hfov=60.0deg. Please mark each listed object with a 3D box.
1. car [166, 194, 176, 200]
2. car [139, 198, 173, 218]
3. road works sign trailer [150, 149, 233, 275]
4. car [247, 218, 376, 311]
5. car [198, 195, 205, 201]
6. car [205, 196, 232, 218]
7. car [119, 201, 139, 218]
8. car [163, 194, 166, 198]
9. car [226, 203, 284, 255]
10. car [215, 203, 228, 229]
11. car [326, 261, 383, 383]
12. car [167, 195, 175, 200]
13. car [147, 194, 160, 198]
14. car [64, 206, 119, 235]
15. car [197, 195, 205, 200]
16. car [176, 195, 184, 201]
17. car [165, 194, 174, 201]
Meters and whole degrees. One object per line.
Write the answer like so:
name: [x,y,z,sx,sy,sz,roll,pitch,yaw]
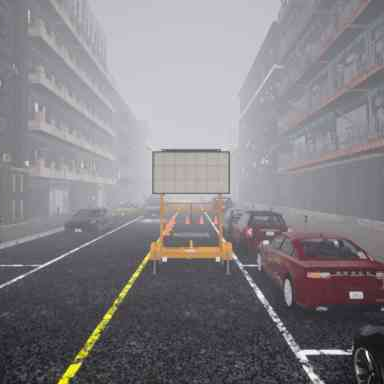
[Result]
car: [-5.856,1.290,80.909,2.192,1.841,5.009,0,0,0]
car: [-3.164,1.544,30.181,2.033,1.411,5.357,0,0,0]
road works sign trailer: [-0.022,0.464,10.413,2.380,3.560,2.880,0,0,0]
car: [2.675,1.545,7.649,1.887,1.381,4.507,0,0,0]
car: [2.523,1.500,81.093,1.752,1.417,4.829,0,0,0]
car: [2.630,1.312,30.195,2.192,1.841,5.009,0,0,0]
car: [-5.752,1.522,30.011,1.752,1.417,4.829,0,0,0]
car: [-5.798,1.303,52.727,2.192,1.841,5.009,0,0,0]
car: [2.664,1.440,13.286,1.967,1.590,4.097,0,0,0]
car: [2.652,1.550,18.922,2.008,1.369,4.403,0,0,0]
car: [2.686,1.566,2.013,1.947,1.339,4.313,0,0,0]
car: [-5.880,1.513,92.182,1.887,1.381,4.507,0,0,0]
car: [-5.787,1.431,47.091,1.967,1.590,4.097,0,0,0]
car: [-5.729,1.565,18.908,1.947,1.339,4.313,0,0,0]
car: [2.500,1.513,92.195,1.887,1.381,4.507,0,0,0]
car: [-3.178,1.450,85.411,1.882,1.535,5.008,0,0,0]
car: [-5.869,1.412,86.545,1.967,1.590,4.097,0,0,0]
